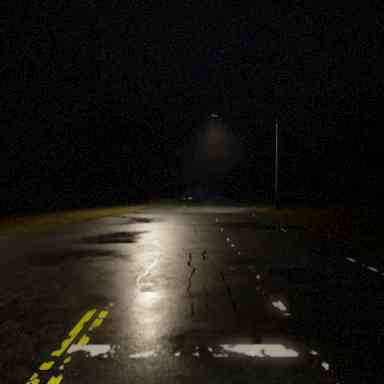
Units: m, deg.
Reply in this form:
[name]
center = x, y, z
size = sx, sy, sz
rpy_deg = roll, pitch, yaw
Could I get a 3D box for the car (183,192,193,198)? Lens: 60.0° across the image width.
[car]
center = -0.897, 0.687, 82.426
size = 1.882, 1.535, 5.008
rpy_deg = 0, 1, 8
